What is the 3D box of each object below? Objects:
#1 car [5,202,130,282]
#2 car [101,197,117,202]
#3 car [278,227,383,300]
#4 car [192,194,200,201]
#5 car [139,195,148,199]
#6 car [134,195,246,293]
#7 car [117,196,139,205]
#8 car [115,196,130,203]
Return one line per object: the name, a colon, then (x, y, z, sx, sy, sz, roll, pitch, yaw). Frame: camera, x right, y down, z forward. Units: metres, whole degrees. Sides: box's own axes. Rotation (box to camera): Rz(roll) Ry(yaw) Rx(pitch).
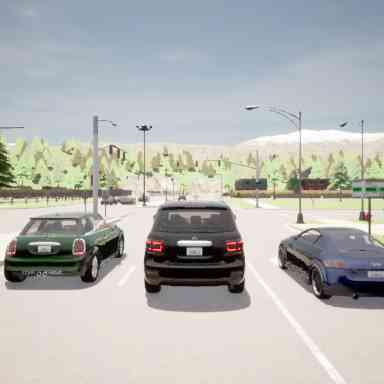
car: (-3.424, 1.352, 9.881, 2.097, 1.767, 4.553, 0, 0, 0)
car: (-14.430, 1.547, 58.154, 2.033, 1.411, 5.357, 0, 0, 1)
car: (3.572, 1.564, 8.444, 1.994, 1.385, 4.181, 0, 0, 0)
car: (1.060, 1.311, 83.335, 1.882, 1.535, 5.008, 0, 0, 1)
car: (-10.622, 1.469, 72.263, 1.882, 1.535, 5.008, 0, 0, 1)
car: (0.069, 1.221, 8.988, 2.150, 2.045, 5.566, 0, 0, 0)
car: (-10.948, 1.562, 57.281, 1.994, 1.385, 4.181, 0, 0, 1)
car: (-14.188, 1.540, 68.210, 2.033, 1.411, 5.357, 0, 0, 1)
